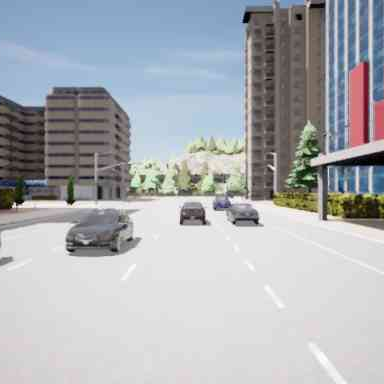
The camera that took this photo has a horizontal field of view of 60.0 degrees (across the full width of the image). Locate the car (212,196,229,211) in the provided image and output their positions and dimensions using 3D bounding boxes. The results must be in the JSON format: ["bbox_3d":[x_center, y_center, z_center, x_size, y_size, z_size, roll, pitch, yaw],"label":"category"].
[{"bbox_3d":[3.557,1.273,40.257,2.097,1.767,4.553,0,1,0],"label":"car"}]

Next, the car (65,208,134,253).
[{"bbox_3d":[-3.587,1.478,13.688,1.837,1.490,4.892,0,0,0],"label":"car"}]

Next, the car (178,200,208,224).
[{"bbox_3d":[0.065,1.455,24.311,1.837,1.490,4.892,0,0,0],"label":"car"}]

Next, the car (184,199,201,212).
[{"bbox_3d":[0.051,1.522,38.297,1.895,1.301,4.718,0,0,0],"label":"car"}]

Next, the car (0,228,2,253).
[{"bbox_3d":[-7.049,1.460,8.631,1.882,1.535,5.008,0,0,0],"label":"car"}]

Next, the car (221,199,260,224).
[{"bbox_3d":[3.566,1.498,23.991,2.033,1.411,5.357,0,0,0],"label":"car"}]
